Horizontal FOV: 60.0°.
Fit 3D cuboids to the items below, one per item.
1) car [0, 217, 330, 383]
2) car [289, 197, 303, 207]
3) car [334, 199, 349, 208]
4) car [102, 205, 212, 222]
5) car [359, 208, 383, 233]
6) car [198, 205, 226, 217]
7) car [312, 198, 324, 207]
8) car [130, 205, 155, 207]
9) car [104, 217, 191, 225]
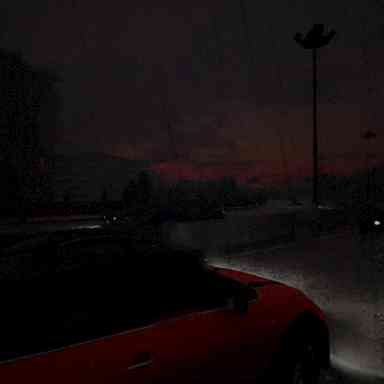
[{"bbox_3d":[-0.514,1.360,3.623,4.553,1.767,2.097,0,0,-36],"label":"car"},{"bbox_3d":[18.193,1.602,58.161,2.097,1.767,4.553,0,0,19],"label":"car"},{"bbox_3d":[23.002,1.739,51.169,1.994,1.385,4.181,0,0,22],"label":"car"},{"bbox_3d":[-1.757,1.593,16.262,5.357,1.411,2.033,0,0,-41],"label":"car"},{"bbox_3d":[11.116,1.601,18.996,1.994,1.385,4.181,0,0,43],"label":"car"},{"bbox_3d":[0.500,1.636,23.280,1.994,1.385,4.181,0,0,44],"label":"car"},{"bbox_3d":[21.744,1.773,57.454,2.033,1.411,5.357,0,0,20],"label":"car"},{"bbox_3d":[-3.658,1.626,23.974,5.357,1.411,2.033,0,0,-43],"label":"car"},{"bbox_3d":[-1.806,1.523,7.019,4.892,1.490,1.837,0,0,-37],"label":"car"}]
